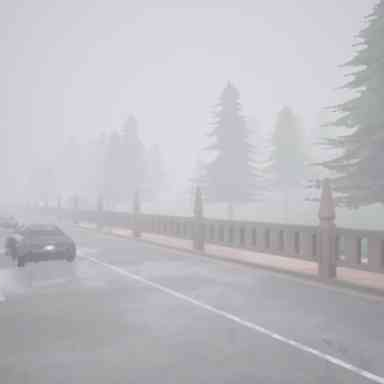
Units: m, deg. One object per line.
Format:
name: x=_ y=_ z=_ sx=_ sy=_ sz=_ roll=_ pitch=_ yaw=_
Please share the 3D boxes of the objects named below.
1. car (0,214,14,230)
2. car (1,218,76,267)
car: x=-14.158 y=2.242 z=24.479 sx=1.895 sy=1.301 sz=4.718 roll=1 pitch=-2 yaw=-35
car: x=-6.016 y=1.917 z=13.024 sx=1.994 sy=1.385 sz=4.181 roll=1 pitch=-2 yaw=-35
